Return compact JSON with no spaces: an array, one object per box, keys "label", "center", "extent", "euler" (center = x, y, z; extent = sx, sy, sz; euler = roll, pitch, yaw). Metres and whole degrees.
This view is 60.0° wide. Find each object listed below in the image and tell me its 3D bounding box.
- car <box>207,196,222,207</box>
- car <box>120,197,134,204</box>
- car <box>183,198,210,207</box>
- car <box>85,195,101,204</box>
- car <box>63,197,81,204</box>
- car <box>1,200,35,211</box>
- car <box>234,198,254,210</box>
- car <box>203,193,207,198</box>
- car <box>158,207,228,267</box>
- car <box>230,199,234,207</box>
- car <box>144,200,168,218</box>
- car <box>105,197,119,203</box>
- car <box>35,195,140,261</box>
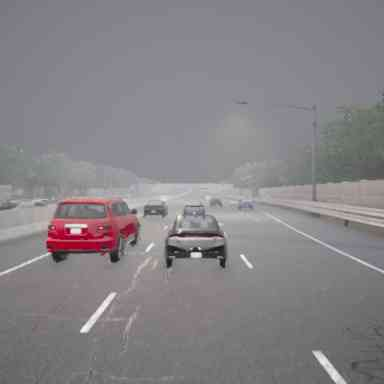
[{"label":"car","center":[3.841,1.594,54.831],"extent":[1.837,1.490,4.892],"euler":[0,0,1]},{"label":"car","center":[-13.471,1.685,69.265],"extent":[1.994,1.385,4.181],"euler":[0,0,1]},{"label":"car","center":[0.208,1.519,29.306],"extent":[2.128,1.511,4.902],"euler":[0,0,0]},{"label":"car","center":[-20.476,1.490,68.989],"extent":[2.097,1.767,4.553],"euler":[0,0,1]},{"label":"car","center":[-24.009,1.706,66.681],"extent":[1.895,1.301,4.718],"euler":[0,0,1]},{"label":"car","center":[-13.993,1.550,28.601],"extent":[1.812,1.442,4.674],"euler":[0,0,0]},{"label":"car","center":[7.083,1.585,44.451],"extent":[1.812,1.442,4.674],"euler":[0,0,2]},{"label":"car","center":[4.320,1.724,86.780],"extent":[1.812,1.442,4.674],"euler":[0,0,1]},{"label":"car","center":[0.123,1.500,11.445],"extent":[2.128,1.511,4.902],"euler":[0,0,0]},{"label":"car","center":[7.331,1.689,54.025],"extent":[1.895,1.301,4.718],"euler":[0,0,1]},{"label":"car","center":[-3.281,1.507,30.863],"extent":[1.882,1.535,5.008],"euler":[0,0,0]},{"label":"car","center":[-16.951,1.717,70.671],"extent":[1.895,1.301,4.718],"euler":[0,0,1]},{"label":"car","center":[-3.375,1.231,12.379],"extent":[2.150,2.045,5.566],"euler":[0,0,0]}]
